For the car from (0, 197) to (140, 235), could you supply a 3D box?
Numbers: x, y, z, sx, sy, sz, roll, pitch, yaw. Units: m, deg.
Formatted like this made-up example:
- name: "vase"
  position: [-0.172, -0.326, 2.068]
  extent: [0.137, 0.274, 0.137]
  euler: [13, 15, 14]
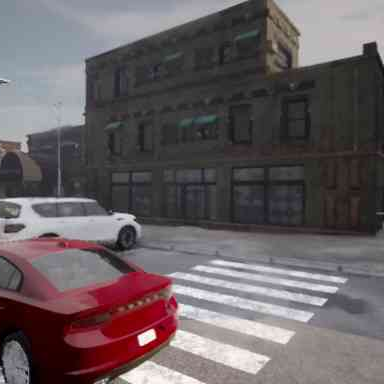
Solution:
- name: "car"
  position: [-4.380, 1.214, 12.120]
  extent: [2.435, 2.045, 5.566]
  euler: [0, 0, 36]

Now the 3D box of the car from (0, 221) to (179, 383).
- name: "car"
  position: [-2.512, 1.472, 5.180]
  extent: [5.008, 1.535, 1.882]
  euler: [0, 0, 36]
